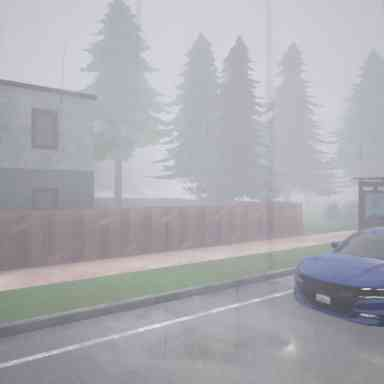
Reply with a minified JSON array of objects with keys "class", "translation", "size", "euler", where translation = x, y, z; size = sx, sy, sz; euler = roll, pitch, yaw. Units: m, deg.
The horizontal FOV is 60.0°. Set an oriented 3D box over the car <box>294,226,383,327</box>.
[{"class":"car","translation":[4.202,1.480,6.874],"size":[5.008,1.535,1.882],"euler":[0,0,-35]}]
